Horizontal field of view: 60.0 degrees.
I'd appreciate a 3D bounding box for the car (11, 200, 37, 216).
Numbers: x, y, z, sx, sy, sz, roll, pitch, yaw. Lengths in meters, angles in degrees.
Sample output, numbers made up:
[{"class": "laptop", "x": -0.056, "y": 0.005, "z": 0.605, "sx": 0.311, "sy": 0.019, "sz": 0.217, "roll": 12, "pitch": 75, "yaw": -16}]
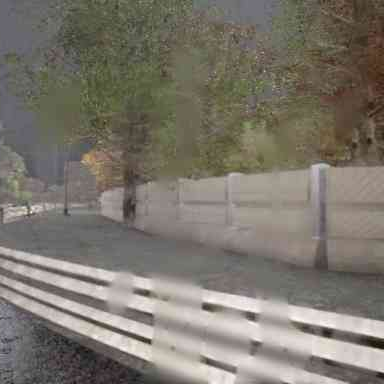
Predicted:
[{"class": "car", "x": -22.479, "y": 2.113, "z": 44.595, "sx": 2.150, "sy": 2.045, "sz": 5.566, "roll": 0, "pitch": -1, "yaw": -14}]
